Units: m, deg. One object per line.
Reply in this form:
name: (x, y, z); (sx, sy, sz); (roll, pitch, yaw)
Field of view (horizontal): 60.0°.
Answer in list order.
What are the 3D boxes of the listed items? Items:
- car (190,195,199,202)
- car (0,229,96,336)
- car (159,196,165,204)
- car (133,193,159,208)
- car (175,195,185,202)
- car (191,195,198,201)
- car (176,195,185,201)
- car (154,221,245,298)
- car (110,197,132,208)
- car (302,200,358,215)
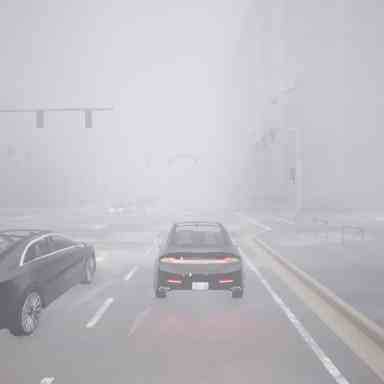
car: (0.568, 1.593, 76.374); (1.895, 1.301, 4.718); (0, 0, 0)
car: (-3.396, 1.492, 6.649); (2.128, 1.511, 4.902); (0, 0, 1)
car: (-6.631, 1.492, 59.649); (2.128, 1.511, 4.902); (0, 0, 1)
car: (-6.721, 1.221, 49.435); (2.150, 2.045, 5.566); (0, 0, 2)
car: (-2.937, 1.497, 75.743); (1.837, 1.490, 4.892); (0, 0, 0)
car: (0.636, 1.461, 85.419); (1.882, 1.535, 5.008); (0, 0, 0)
car: (-2.864, 1.523, 85.445); (2.033, 1.411, 5.357); (0, 0, 0)
car: (0.139, 1.492, 8.467); (2.128, 1.511, 4.902); (0, 0, 0)
car: (-10.249, 1.564, 47.117); (1.994, 1.385, 4.181); (0, 0, 0)
car: (13.456, 1.492, 32.929); (5.357, 1.411, 2.033); (0, 0, 0)
